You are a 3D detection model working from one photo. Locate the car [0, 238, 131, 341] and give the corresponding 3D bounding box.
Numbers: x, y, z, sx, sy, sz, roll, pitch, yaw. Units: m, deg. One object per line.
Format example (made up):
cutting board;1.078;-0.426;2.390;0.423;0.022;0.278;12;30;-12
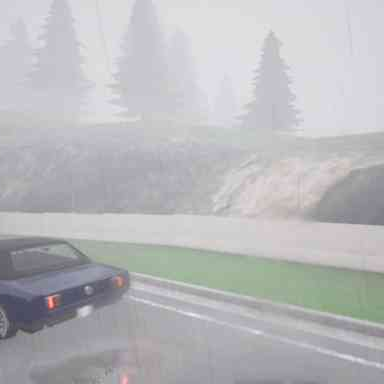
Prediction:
car;-3.507;1.569;6.450;4.718;1.301;1.895;0;0;34
